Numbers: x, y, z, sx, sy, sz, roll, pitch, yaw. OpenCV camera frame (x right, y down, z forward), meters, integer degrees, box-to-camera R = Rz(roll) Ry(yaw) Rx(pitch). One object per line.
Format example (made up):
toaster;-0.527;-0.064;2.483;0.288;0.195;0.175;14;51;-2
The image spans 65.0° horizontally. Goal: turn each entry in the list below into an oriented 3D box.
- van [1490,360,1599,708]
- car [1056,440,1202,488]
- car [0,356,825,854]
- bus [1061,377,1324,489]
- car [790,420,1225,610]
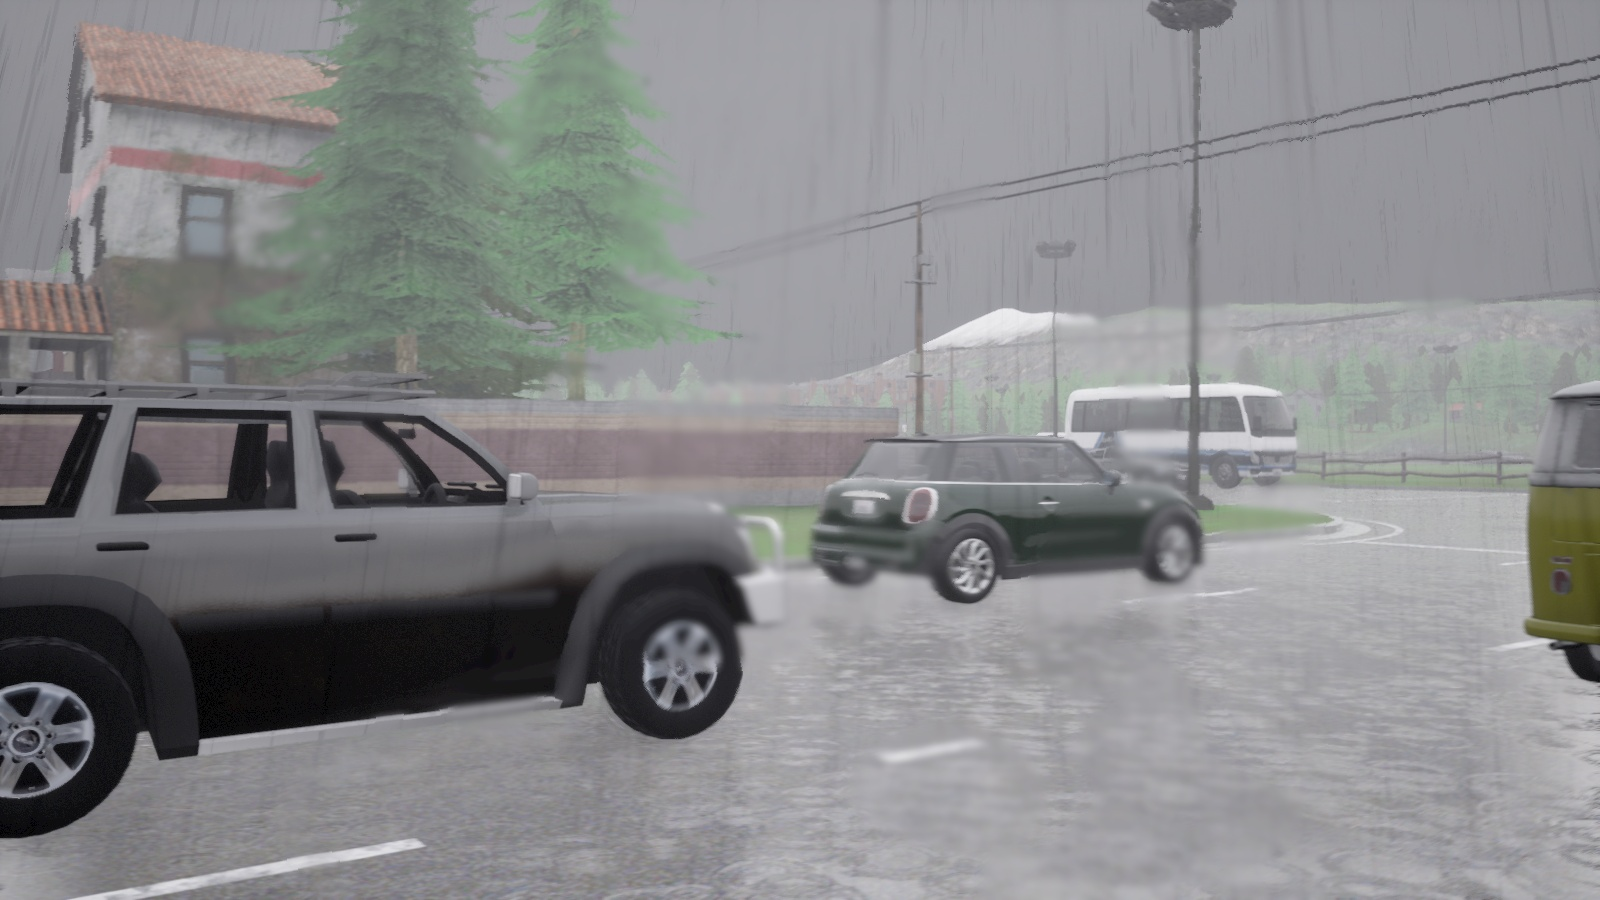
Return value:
van;6.557;0.473;8.222;4.442;1.987;1.775;0;0;-35
car;12.086;0.497;46.499;2.152;1.651;5.027;0;0;-35
car;-2.311;0.577;6.317;4.605;1.855;1.932;0;0;-35
bus;16.182;-0.673;52.827;3.944;4.253;10.273;0;0;-35
car;2.361;0.602;13.831;4.553;1.767;2.097;0;0;-35
